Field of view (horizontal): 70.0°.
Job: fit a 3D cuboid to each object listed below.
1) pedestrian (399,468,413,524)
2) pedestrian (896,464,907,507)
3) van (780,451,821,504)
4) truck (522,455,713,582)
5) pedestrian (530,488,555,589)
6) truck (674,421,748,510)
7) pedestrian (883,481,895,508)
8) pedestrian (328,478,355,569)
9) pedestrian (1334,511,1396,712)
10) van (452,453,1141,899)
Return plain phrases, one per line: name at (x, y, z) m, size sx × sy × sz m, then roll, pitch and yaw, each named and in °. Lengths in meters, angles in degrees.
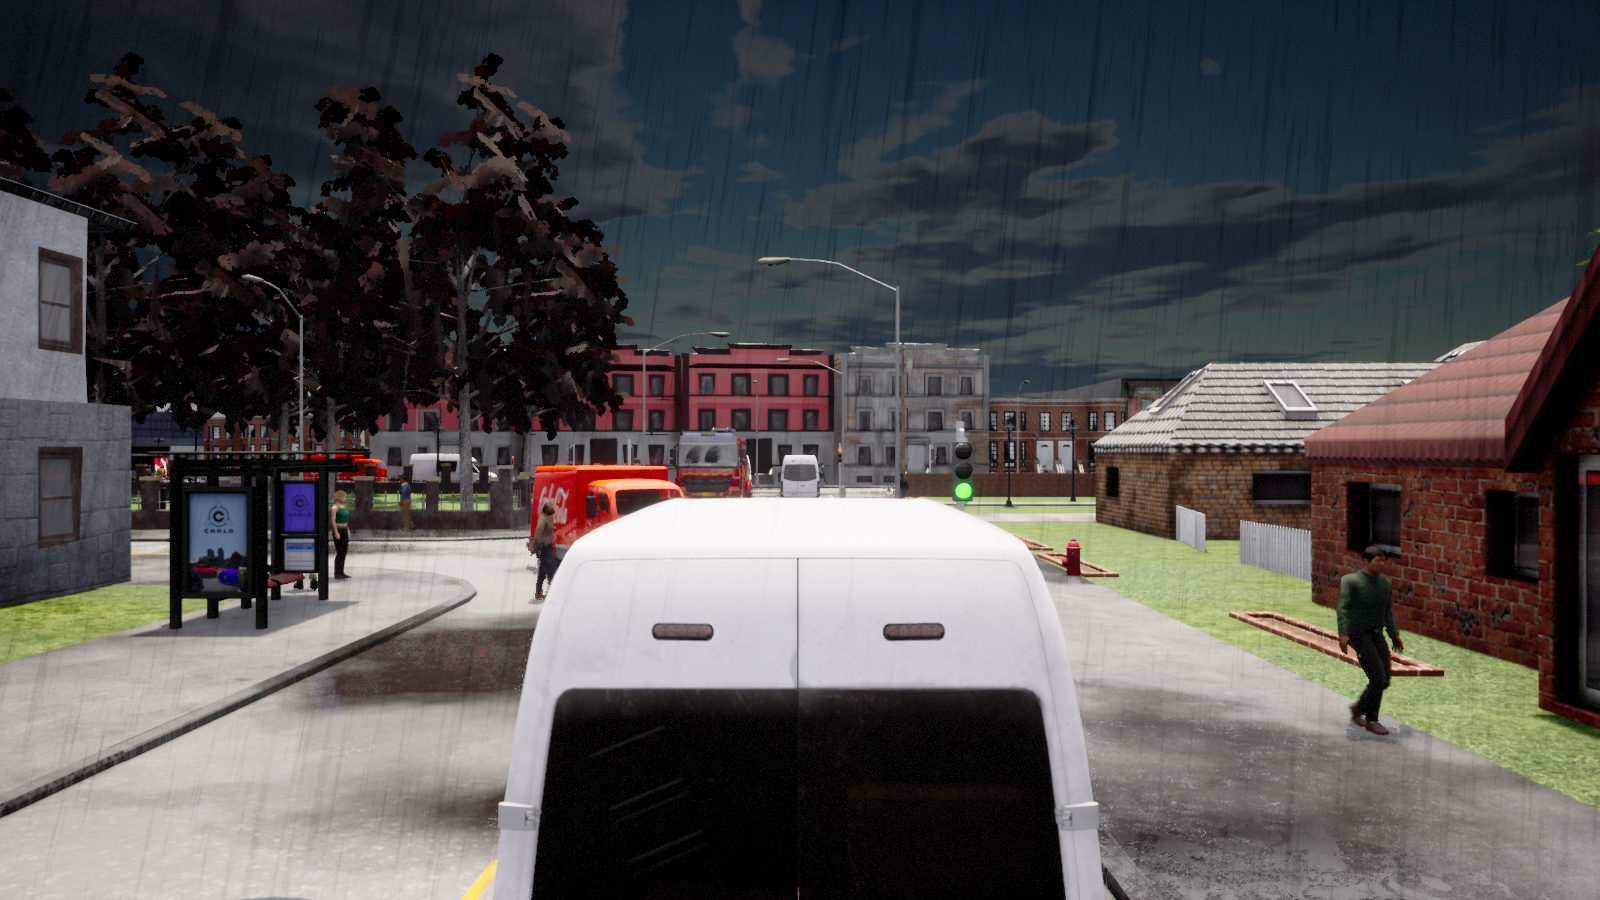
pedestrian at (-13.221, 1.531, 38.338) m, size 0.375 × 1.860 × 0.375 m, roll 0°, pitch 0°, yaw -2°
pedestrian at (4.387, 1.530, 49.323) m, size 0.375 × 1.860 × 0.375 m, roll 0°, pitch 0°, yaw -9°
van at (-0.006, 1.321, 58.403) m, size 1.988 × 2.561 × 5.915 m, roll 0°, pitch 0°, yaw 0°
truck at (-4.160, 1.351, 25.200) m, size 2.627 × 2.467 × 5.204 m, roll 0°, pitch 0°, yaw -28°
pedestrian at (-4.776, 1.631, 21.166) m, size 0.375 × 1.860 × 0.375 m, roll 0°, pitch 0°, yaw 0°
truck at (-4.051, 0.677, 53.727) m, size 2.891 × 3.827 × 8.468 m, roll 0°, pitch 0°, yaw 0°
pedestrian at (3.817, 1.910, 49.092) m, size 0.500 × 1.100 × 0.500 m, roll 0°, pitch 0°, yaw 2°
pedestrian at (-9.498, 1.519, 23.671) m, size 0.375 × 1.860 × 0.375 m, roll 0°, pitch 0°, yaw 15°
pedestrian at (5.412, 1.525, 10.950) m, size 0.375 × 1.860 × 0.375 m, roll 0°, pitch 0°, yaw -16°
van at (-0.010, 1.316, 6.259) m, size 1.988 × 2.561 × 5.915 m, roll 0°, pitch 0°, yaw 0°
